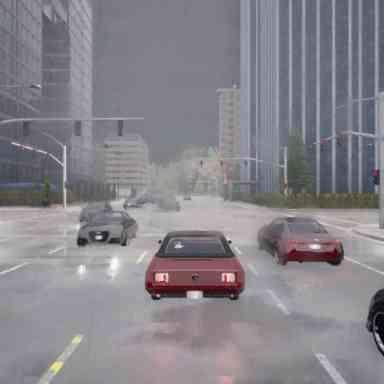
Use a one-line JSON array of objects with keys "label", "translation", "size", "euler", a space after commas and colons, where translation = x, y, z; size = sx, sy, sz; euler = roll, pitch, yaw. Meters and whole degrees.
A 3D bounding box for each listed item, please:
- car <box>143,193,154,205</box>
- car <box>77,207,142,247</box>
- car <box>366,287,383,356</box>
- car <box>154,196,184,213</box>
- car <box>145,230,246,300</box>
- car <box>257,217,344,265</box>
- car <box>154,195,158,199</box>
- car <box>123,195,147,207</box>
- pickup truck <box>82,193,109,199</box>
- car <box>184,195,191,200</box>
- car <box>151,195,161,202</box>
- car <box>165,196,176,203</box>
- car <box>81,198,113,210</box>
[{"label": "car", "translation": [-7.929, 1.223, 60.310], "size": [2.150, 2.045, 5.566], "euler": [0, 0, -1]}, {"label": "car", "translation": [-3.618, 1.564, 14.844], "size": [1.994, 1.385, 4.181], "euler": [0, 0, -1]}, {"label": "car", "translation": [3.609, 1.564, 3.275], "size": [1.994, 1.385, 4.181], "euler": [0, 0, -1]}, {"label": "car", "translation": [-2.671, 1.507, 37.662], "size": [1.837, 1.490, 4.892], "euler": [-1, 0, -16]}, {"label": "car", "translation": [0.074, 1.601, 8.329], "size": [1.895, 1.301, 4.718], "euler": [0, 0, 0]}, {"label": "car", "translation": [3.581, 1.564, 11.686], "size": [1.994, 1.385, 4.181], "euler": [0, 0, 0]}, {"label": "car", "translation": [-4.337, 1.489, 52.369], "size": [2.128, 1.511, 4.902], "euler": [0, 0, -1]}, {"label": "car", "translation": [-7.915, 1.491, 45.096], "size": [2.128, 1.511, 4.902], "euler": [0, 0, 3]}, {"label": "pickup truck", "translation": [-21.167, 1.058, 73.386], "size": [2.390, 2.098, 6.274], "euler": [0, 0, 30]}, {"label": "car", "translation": [-1.259, 1.552, 88.602], "size": [1.994, 1.385, 4.181], "euler": [0, 0, -1]}, {"label": "car", "translation": [-8.076, 1.523, 75.664], "size": [1.812, 1.442, 4.674], "euler": [0, 0, -1]}, {"label": "car", "translation": [-4.487, 1.547, 69.396], "size": [2.033, 1.411, 5.357], "euler": [0, 0, -1]}, {"label": "car", "translation": [-7.301, 1.505, 25.806], "size": [1.837, 1.490, 4.892], "euler": [0, 0, -1]}]
